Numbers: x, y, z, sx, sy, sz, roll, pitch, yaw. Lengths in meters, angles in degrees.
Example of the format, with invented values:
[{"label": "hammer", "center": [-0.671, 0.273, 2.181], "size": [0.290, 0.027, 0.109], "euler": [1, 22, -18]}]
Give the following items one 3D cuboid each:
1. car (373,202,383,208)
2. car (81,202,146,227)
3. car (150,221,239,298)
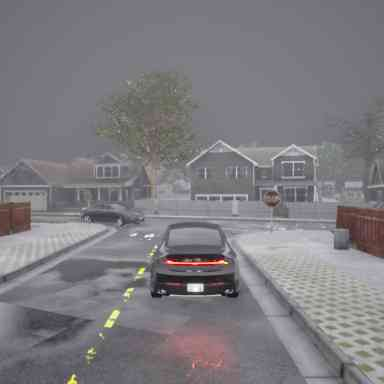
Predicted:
[{"label": "car", "center": [12.637, 1.435, 21.689], "size": [4.553, 1.767, 2.097], "euler": [0, 0, 18]}, {"label": "car", "center": [-5.437, 1.489, 22.800], "size": [4.892, 1.490, 1.837], "euler": [0, -1, 28]}, {"label": "car", "center": [0.045, 1.506, 8.517], "size": [1.837, 1.490, 4.892], "euler": [0, 0, 0]}]
